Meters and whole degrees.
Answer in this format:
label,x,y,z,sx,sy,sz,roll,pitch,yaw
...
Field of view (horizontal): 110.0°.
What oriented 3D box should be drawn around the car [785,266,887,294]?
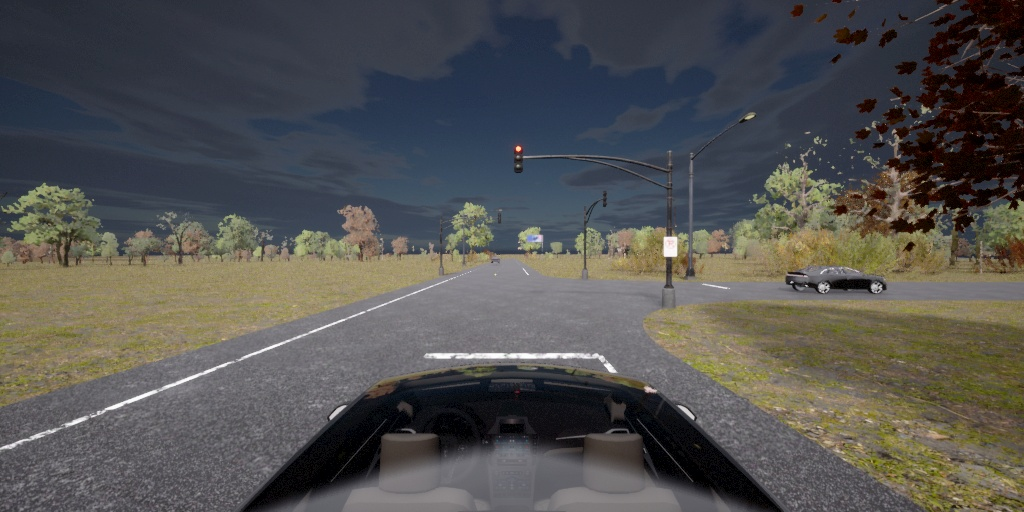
label,x,y,z,sx,sy,sz,roll,pitch,yaw
car,18.329,1.309,20.360,4.902,1.511,2.128,0,1,0
